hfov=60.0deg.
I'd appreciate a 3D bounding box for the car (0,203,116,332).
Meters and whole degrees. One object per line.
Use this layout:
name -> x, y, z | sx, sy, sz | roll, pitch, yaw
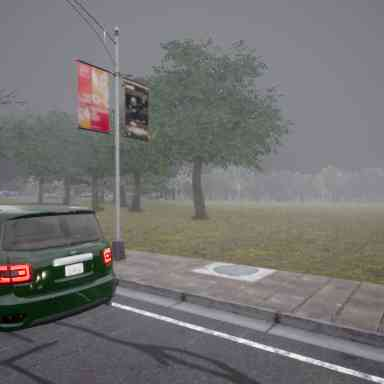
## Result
car -> -3.889, 1.235, 6.415 | 5.566, 2.045, 2.150 | 0, 0, 36
